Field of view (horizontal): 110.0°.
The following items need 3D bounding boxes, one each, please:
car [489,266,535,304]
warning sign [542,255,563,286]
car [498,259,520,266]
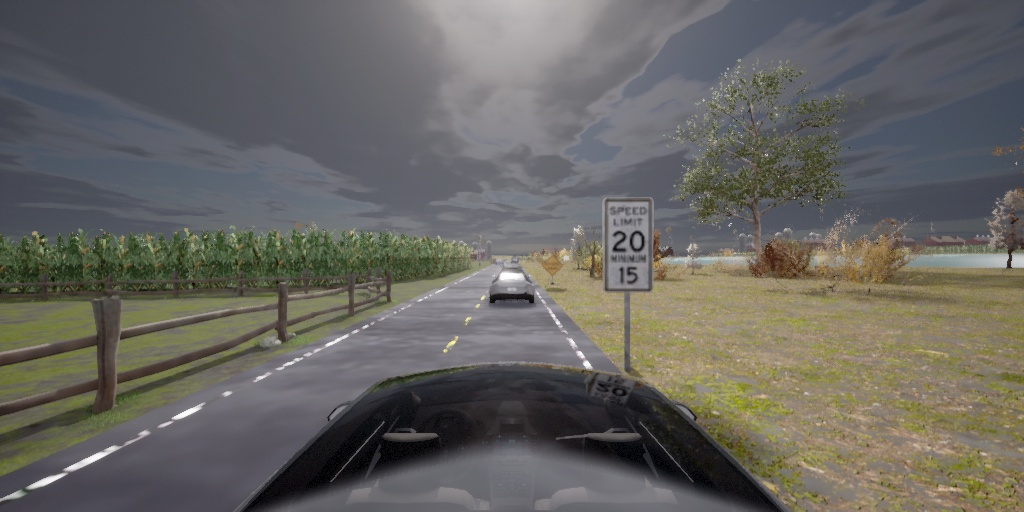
[{"bbox_3d":[0.000,1.324,16.501,1.994,1.385,4.181,0,0,0],"label":"car"},{"bbox_3d":[2.450,0.869,21.755,1.300,1.860,1.060,0,0,0],"label":"warning sign"},{"bbox_3d":[0.000,1.281,31.502,1.837,1.490,4.892,0,0,0],"label":"car"}]
